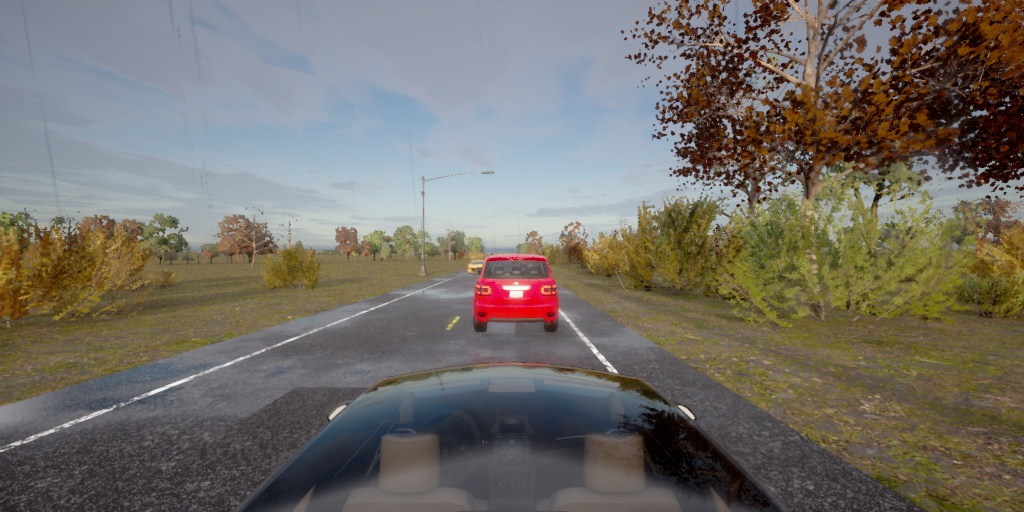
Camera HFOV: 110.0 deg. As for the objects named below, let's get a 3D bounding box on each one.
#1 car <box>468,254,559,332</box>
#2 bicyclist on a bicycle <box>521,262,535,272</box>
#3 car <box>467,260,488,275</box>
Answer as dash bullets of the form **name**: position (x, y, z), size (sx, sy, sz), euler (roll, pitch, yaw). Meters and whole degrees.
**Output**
- **car**: position (0.093, 0.968, 10.952), size (2.150, 2.045, 5.566), euler (0, 0, 0)
- **bicyclist on a bicycle**: position (0.945, 1.114, 18.658), size (0.659, 1.776, 1.843), euler (0, 0, 0)
- **car**: position (-3.724, 1.216, 39.477), size (1.882, 1.535, 5.008), euler (0, 0, 0)
